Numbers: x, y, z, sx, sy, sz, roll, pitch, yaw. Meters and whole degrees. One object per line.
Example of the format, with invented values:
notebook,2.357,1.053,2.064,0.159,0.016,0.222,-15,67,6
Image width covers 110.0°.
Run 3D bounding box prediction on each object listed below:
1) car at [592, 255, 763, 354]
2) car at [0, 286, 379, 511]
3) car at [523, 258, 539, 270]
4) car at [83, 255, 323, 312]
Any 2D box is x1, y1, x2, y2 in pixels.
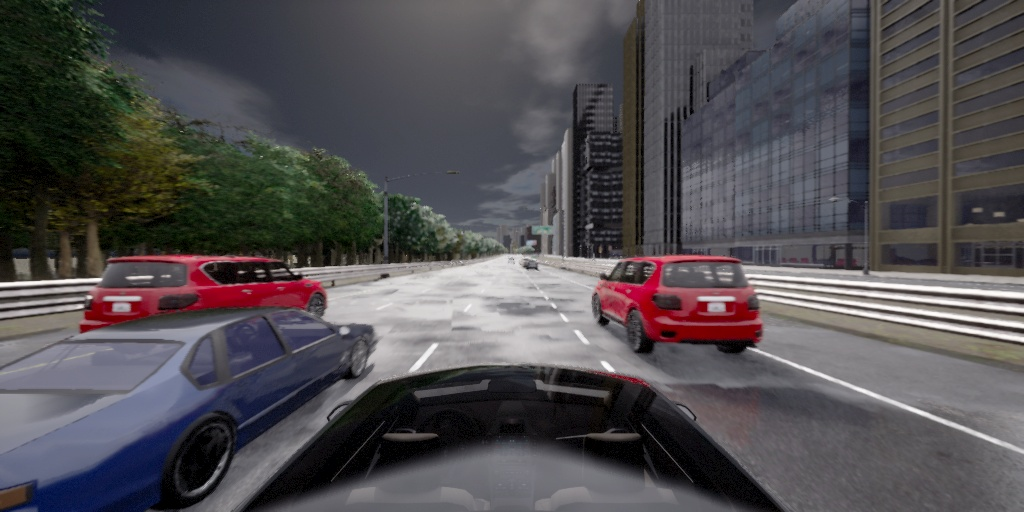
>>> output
car,3.599,1.014,8.994,2.150,2.045,5.566,0,0,0
car,-3.400,1.313,4.269,2.033,1.411,5.357,0,0,0
car,3.327,1.528,59.578,2.033,1.649,4.856,0,0,0
car,-6.901,1.016,9.020,2.150,2.045,5.566,0,0,0
